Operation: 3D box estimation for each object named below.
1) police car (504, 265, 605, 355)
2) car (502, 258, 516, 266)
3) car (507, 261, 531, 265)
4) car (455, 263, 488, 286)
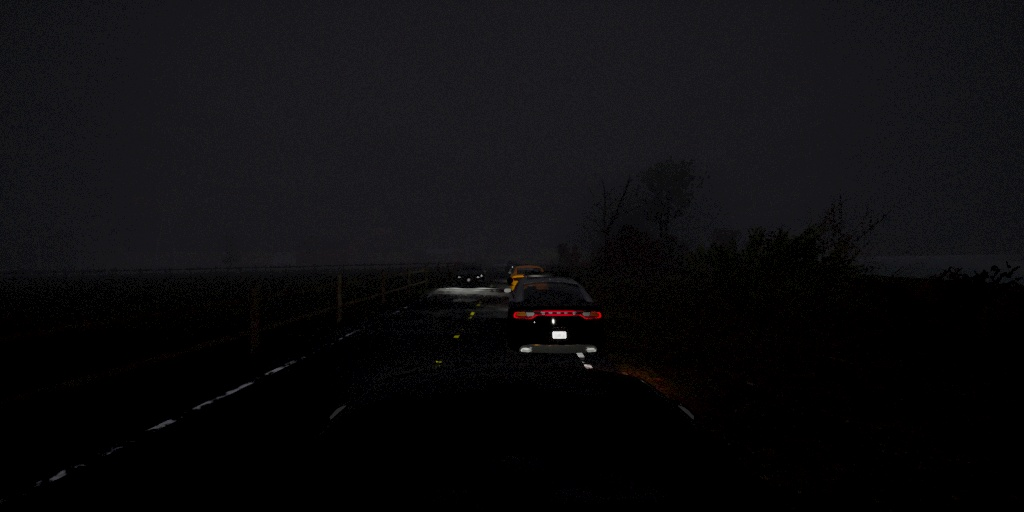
[{"bbox_3d":[0.829,1.174,8.839,1.930,1.638,5.238,0,0,0],"label":"police car"},{"bbox_3d":[0.072,1.335,46.627,1.994,1.385,4.181,0,0,0],"label":"car"},{"bbox_3d":[0.836,1.228,18.729,1.882,1.535,5.008,0,0,0],"label":"car"},{"bbox_3d":[-2.738,1.256,25.060,1.837,1.490,4.892,0,0,0],"label":"car"}]
